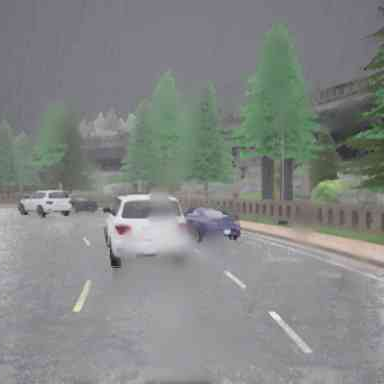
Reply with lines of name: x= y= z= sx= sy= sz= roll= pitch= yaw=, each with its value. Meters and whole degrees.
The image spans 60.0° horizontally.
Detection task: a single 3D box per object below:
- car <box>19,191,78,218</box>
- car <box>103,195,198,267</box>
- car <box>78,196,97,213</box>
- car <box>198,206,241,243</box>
car: x=-11.715 y=0.908 z=26.471 sx=5.566 sy=2.045 sz=2.150 roll=0 pitch=0 yaw=42
car: x=-1.717 y=1.089 z=11.204 sx=2.150 sy=2.045 sz=5.566 roll=0 pitch=1 yaw=-16
car: x=-10.549 y=1.125 z=29.851 sx=5.008 sy=1.535 sz=1.882 roll=1 pitch=1 yaw=40
car: x=0.514 y=1.347 z=15.038 sx=1.812 sy=1.442 sz=4.674 roll=0 pitch=1 yaw=-22
